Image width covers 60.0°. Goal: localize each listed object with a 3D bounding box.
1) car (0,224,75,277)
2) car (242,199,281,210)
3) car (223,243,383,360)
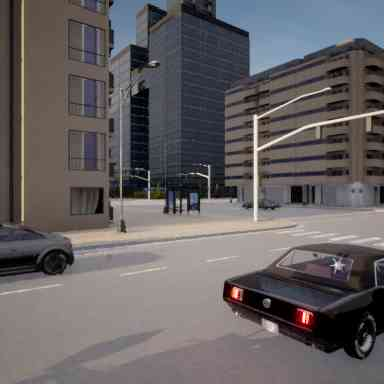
[{"bbox_3d":[-5.341,1.564,8.836,4.181,1.385,1.994,0,0,-36],"label":"car"},{"bbox_3d":[8.979,1.603,43.420,2.033,1.411,5.357,0,0,-38],"label":"car"},{"bbox_3d":[2.892,1.601,5.985,4.718,1.301,1.895,0,0,-36],"label":"car"}]
